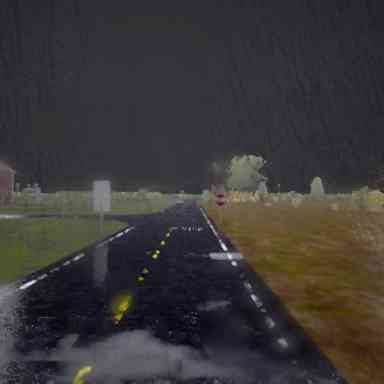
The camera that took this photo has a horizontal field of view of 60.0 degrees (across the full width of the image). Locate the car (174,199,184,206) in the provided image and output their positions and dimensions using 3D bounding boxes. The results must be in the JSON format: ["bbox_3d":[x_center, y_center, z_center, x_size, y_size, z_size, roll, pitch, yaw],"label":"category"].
[{"bbox_3d":[-2.680,2.241,71.374,1.994,1.385,4.181,0,-1,0],"label":"car"}]
